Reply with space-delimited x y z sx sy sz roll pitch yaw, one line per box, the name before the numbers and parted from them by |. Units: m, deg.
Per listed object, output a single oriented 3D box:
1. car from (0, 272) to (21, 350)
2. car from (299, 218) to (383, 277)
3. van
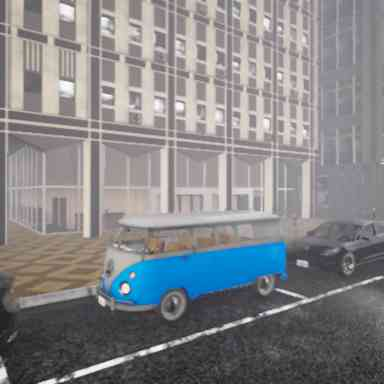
car | -4.343 1.559 3.633 4.403 1.369 2.008 0 1 -35
car | 4.711 1.511 10.091 4.313 1.339 1.947 0 1 -35
van | 0.184 1.319 6.859 3.998 1.788 1.690 0 1 -35
